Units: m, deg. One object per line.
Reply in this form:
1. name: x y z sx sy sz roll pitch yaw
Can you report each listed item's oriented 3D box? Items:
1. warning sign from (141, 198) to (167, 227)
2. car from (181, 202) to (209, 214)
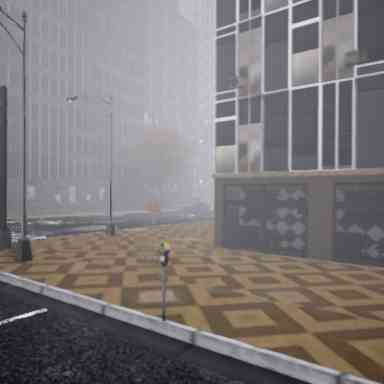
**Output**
1. warning sign: -2.576 1.382 22.611 1.300 1.860 1.060 2 1 33
2. car: 0.492 2.048 44.854 1.882 1.535 5.008 0 -1 33
